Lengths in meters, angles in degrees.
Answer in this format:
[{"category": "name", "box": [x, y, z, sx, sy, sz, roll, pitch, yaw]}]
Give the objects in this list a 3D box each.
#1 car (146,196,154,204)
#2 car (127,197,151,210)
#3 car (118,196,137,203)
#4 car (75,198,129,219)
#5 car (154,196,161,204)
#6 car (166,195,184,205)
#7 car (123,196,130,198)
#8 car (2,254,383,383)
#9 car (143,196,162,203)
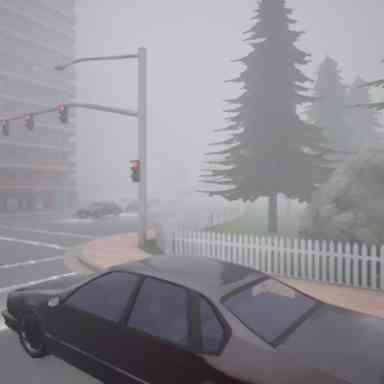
[{"category": "car", "box": [-7.232, 1.369, 49.120, 2.097, 1.767, 4.553, 0, 0, -13]}, {"category": "car", "box": [-6.477, 1.605, 39.334, 1.895, 1.301, 4.718, 0, 0, 3]}, {"category": "car", "box": [-13.693, 1.606, 70.202, 4.181, 1.385, 1.994, 0, 0, 44]}, {"category": "car", "box": [-8.135, 1.542, 29.841, 2.033, 1.411, 5.357, 0, 0, 17]}, {"category": "car", "box": [-7.873, 1.559, 61.702, 1.812, 1.442, 4.674, 0, 0, -28]}, {"category": "car", "box": [-3.094, 1.375, 59.663, 2.097, 1.767, 4.553, 0, 0, -22]}, {"category": "car", "box": [-10.266, 1.635, 58.796, 1.895, 1.301, 4.718, 0, 0, -25]}, {"category": "car", "box": [-0.317, 1.553, 4.185, 5.357, 1.411, 2.033, 0, 0, 38]}, {"category": "car", "box": [-8.243, 1.568, 69.082, 1.812, 1.442, 4.674, 0, 0, -39]}]
